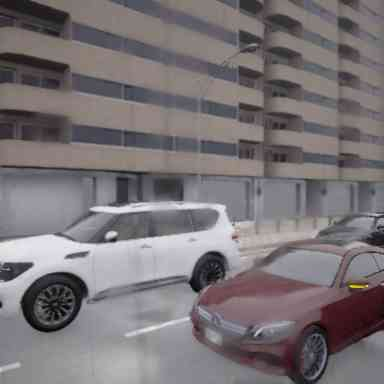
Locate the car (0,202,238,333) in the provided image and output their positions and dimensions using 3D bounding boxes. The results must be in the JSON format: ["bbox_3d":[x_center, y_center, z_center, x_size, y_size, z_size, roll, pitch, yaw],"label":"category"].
[{"bbox_3d":[-1.422,1.262,7.272,5.566,2.045,2.150,0,0,-36],"label":"car"}]

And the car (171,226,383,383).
[{"bbox_3d":[2.152,1.557,5.538,4.674,1.442,1.812,0,0,-36],"label":"car"}]

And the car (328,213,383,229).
[{"bbox_3d":[6.843,1.598,13.215,4.674,1.442,1.812,0,0,-36],"label":"car"}]
